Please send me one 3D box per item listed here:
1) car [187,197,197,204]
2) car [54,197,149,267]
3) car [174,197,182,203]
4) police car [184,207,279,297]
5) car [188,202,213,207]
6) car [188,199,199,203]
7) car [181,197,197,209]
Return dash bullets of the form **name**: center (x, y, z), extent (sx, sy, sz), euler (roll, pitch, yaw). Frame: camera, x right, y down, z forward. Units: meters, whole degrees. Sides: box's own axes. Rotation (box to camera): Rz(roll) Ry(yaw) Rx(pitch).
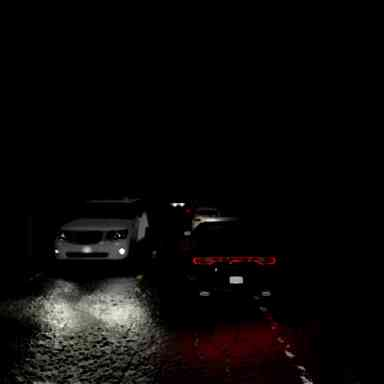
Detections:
- **car**: center (-0.049, 1.673, 65.188), extent (1.895, 1.301, 4.718), euler (0, 0, 0)
- **car**: center (-2.861, 1.224, 11.822), extent (2.150, 2.045, 5.566), euler (0, 0, 0)
- **car**: center (-2.802, 1.682, 68.933), extent (1.895, 1.301, 4.718), euler (0, 0, 0)
- **police car**: center (0.818, 1.426, 8.744), extent (1.930, 1.638, 5.238), euler (0, 0, 0)
- **car**: center (0.811, 1.531, 18.635), extent (1.812, 1.442, 4.674), euler (0, 0, 0)
- **car**: center (0.806, 1.514, 24.634), extent (1.837, 1.490, 4.892), euler (0, 0, 0)
- **car**: center (0.003, 1.524, 46.107), extent (2.128, 1.511, 4.902), euler (0, 0, 0)
